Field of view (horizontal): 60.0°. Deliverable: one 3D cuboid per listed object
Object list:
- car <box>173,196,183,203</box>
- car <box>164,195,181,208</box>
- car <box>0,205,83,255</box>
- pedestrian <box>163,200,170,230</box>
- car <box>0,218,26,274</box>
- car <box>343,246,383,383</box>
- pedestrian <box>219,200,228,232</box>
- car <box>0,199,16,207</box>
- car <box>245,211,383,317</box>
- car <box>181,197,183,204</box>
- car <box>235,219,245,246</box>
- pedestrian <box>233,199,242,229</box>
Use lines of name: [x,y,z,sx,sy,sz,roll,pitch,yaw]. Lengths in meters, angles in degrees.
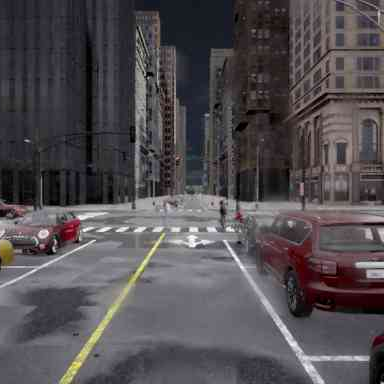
car: [-2.844,1.600,69.671,1.895,1.301,4.718,0,0,0]
car: [-2.983,1.547,48.265,2.033,1.411,5.357,0,0,-1]
car: [-5.768,1.439,12.989,1.967,1.590,4.097,0,0,0]
pedestrian: [-1.462,1.300,19.670,0.375,1.860,0.375,0,0,0]
car: [-5.767,1.524,7.217,1.752,1.417,4.829,0,0,0]
car: [2.759,1.440,1.787,1.967,1.590,4.097,0,0,0]
pedestrian: [1.741,1.292,18.469,0.375,1.860,0.375,0,0,0]
car: [-16.340,1.398,28.385,4.553,1.767,2.097,0,0,0]
car: [2.758,1.314,7.389,2.192,1.841,5.009,0,0,0]
car: [-2.936,1.353,58.388,2.097,1.767,4.553,0,0,0]
car: [2.758,1.550,12.991,2.008,1.369,4.403,0,0,0]
pedestrian: [2.685,1.292,19.072,0.375,1.860,0.375,0,0,0]
